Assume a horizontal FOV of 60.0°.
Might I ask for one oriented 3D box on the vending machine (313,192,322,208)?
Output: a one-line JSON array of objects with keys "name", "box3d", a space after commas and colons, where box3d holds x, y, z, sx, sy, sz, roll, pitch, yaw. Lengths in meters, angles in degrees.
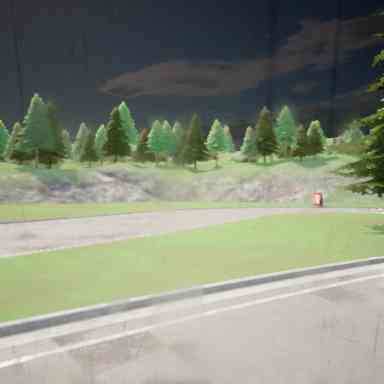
[{"name": "vending machine", "box3d": [17.407, 1.079, 46.035, 0.880, 2.100, 1.100, 0, 0, 7]}]
